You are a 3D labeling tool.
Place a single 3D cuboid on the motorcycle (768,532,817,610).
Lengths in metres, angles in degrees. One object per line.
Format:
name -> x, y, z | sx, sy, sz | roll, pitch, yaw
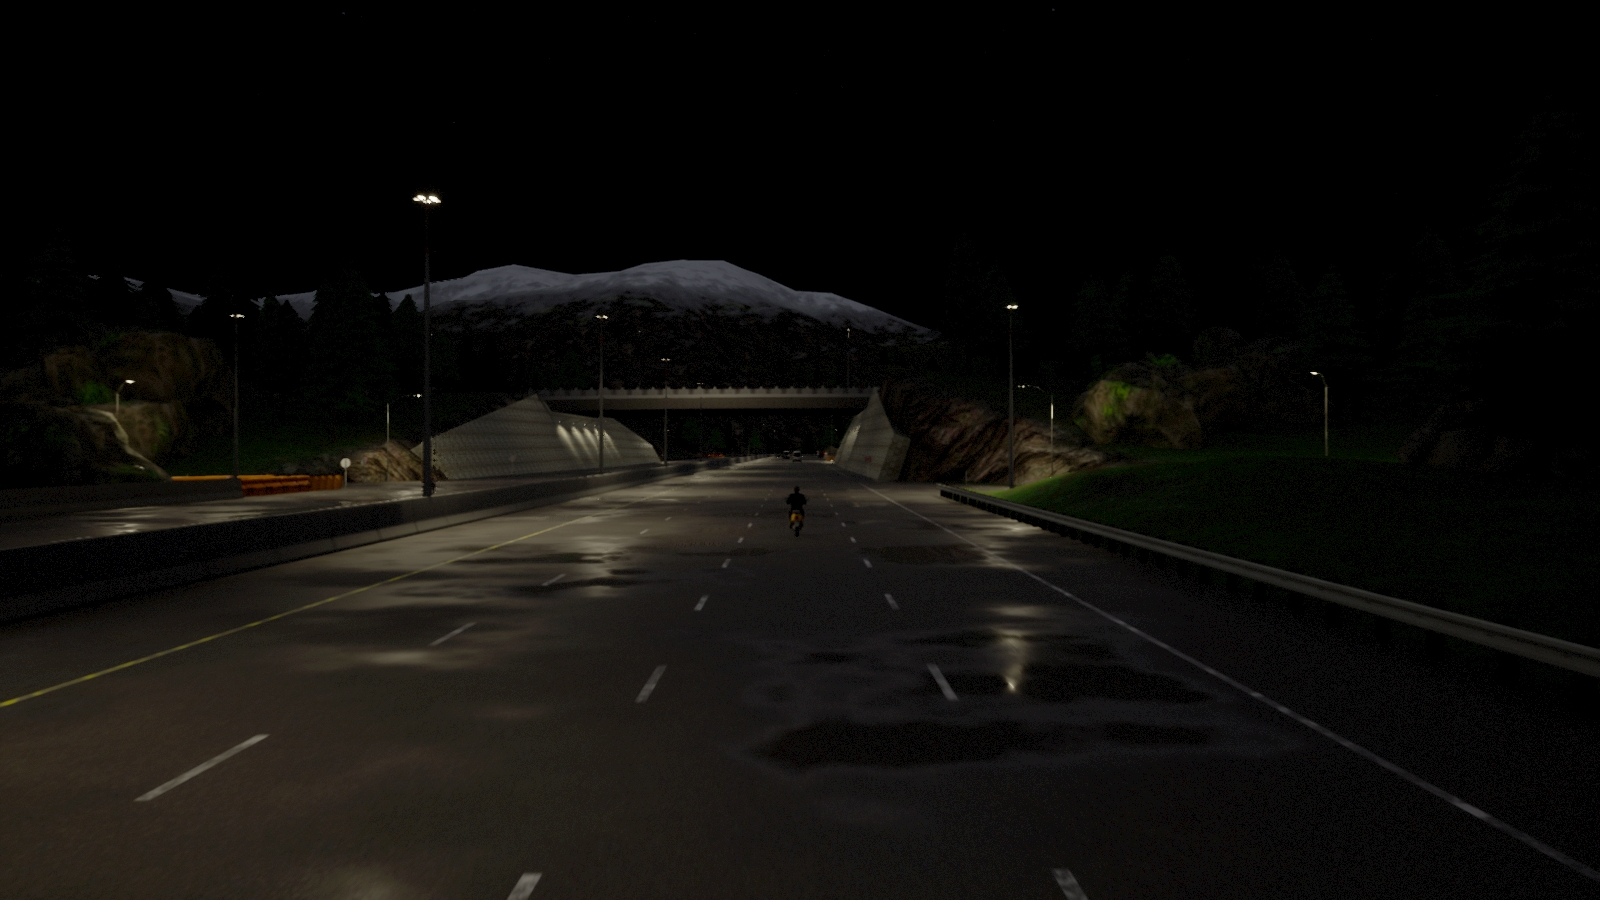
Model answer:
motorcycle -> -0.133, 2.182, 20.942 | 0.856, 1.236, 1.805 | 0, 0, 0
